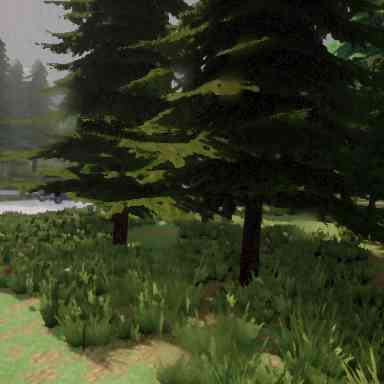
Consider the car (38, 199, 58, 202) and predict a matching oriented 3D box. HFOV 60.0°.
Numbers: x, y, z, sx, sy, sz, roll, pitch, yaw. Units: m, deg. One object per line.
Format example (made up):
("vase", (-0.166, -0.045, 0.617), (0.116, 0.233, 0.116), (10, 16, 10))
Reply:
("car", (-9.977, 0.076, 26.370), (1.812, 1.442, 4.674), (5, 3, 24))
